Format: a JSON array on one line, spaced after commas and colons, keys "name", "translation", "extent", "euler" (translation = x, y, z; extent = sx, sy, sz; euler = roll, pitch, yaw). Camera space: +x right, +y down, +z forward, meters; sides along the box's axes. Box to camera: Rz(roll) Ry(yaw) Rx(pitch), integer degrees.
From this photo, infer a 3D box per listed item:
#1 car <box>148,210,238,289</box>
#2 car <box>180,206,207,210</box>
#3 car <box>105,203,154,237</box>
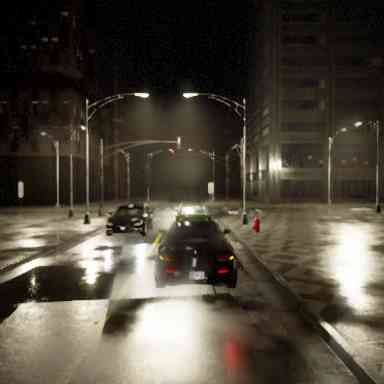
[{"name": "car", "translation": [0.084, 1.440, 8.806], "extent": [1.812, 1.442, 4.674], "euler": [0, 1, 0]}, {"name": "car", "translation": [0.076, 1.420, 18.442], "extent": [1.895, 1.301, 4.718], "euler": [0, 1, 0]}, {"name": "car", "translation": [-3.037, 1.341, 17.050], "extent": [1.837, 1.490, 4.892], "euler": [0, 0, 0]}]
